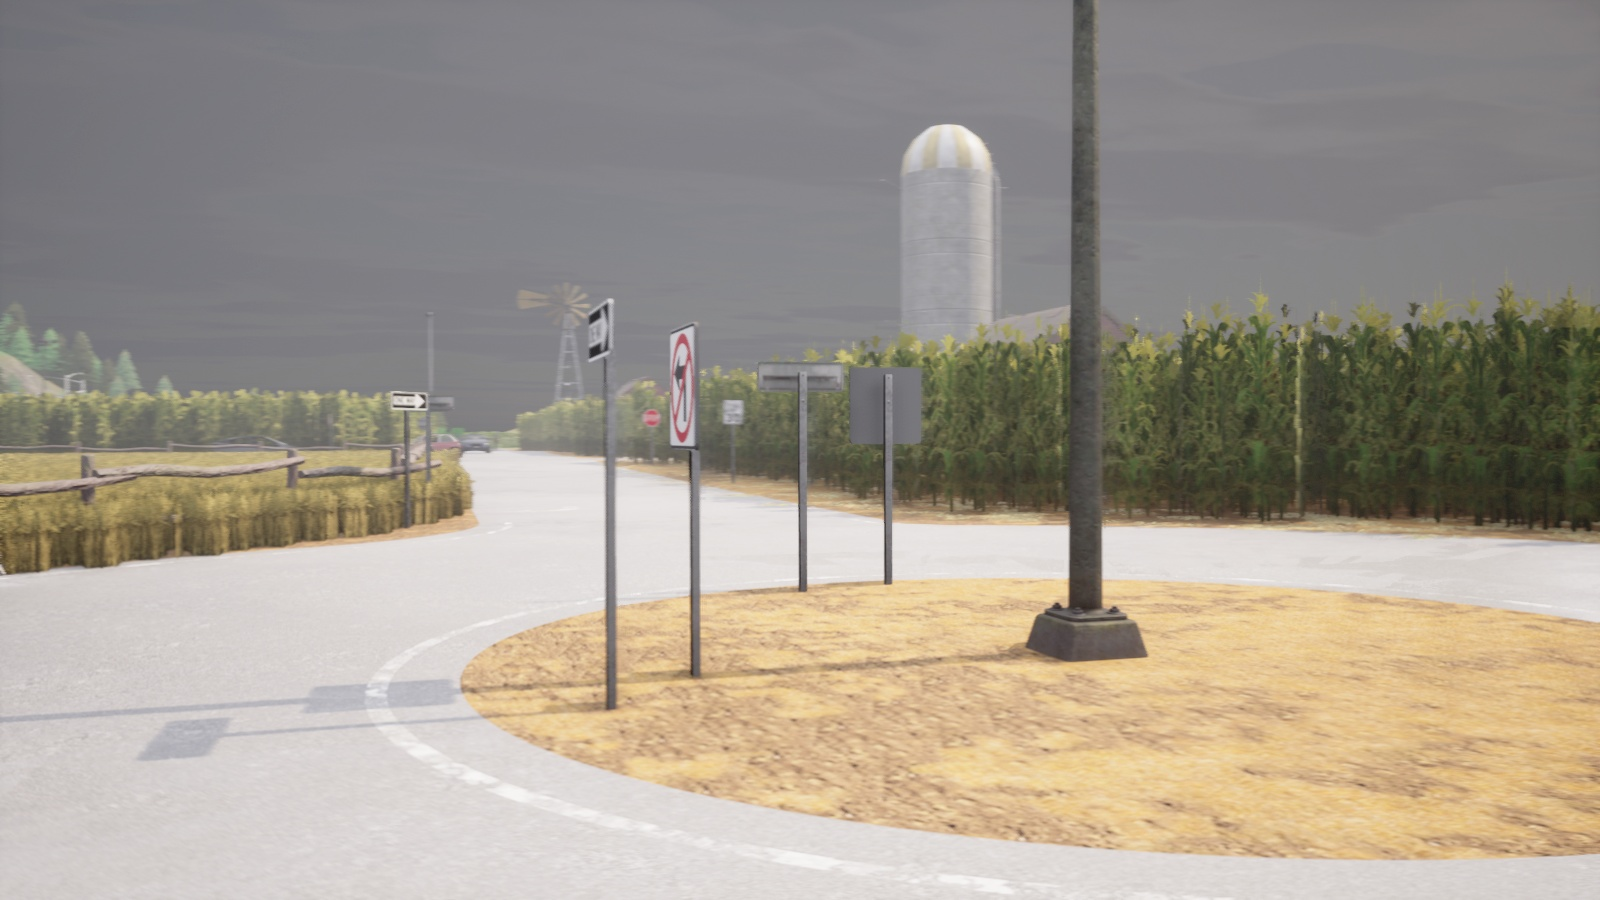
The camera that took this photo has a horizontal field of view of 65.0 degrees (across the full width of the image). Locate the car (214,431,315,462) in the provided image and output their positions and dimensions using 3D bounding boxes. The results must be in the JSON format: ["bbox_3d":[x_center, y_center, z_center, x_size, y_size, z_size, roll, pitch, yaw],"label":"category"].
[{"bbox_3d":[-27.378,-0.205,64.371,4.514,1.525,2.007,0,1,-16],"label":"car"}]

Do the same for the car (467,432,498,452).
[{"bbox_3d":[-22.624,-0.596,89.492,1.994,1.385,4.181,0,1,-16],"label":"car"}]

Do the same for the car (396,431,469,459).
[{"bbox_3d":[-20.379,-0.298,69.624,3.806,1.475,1.970,-1,1,-16],"label":"car"}]
